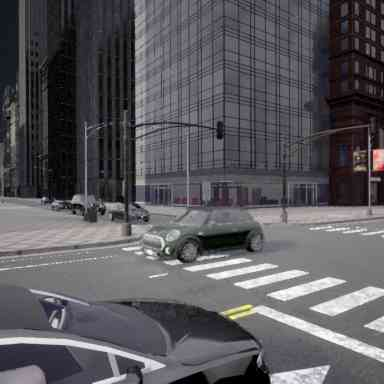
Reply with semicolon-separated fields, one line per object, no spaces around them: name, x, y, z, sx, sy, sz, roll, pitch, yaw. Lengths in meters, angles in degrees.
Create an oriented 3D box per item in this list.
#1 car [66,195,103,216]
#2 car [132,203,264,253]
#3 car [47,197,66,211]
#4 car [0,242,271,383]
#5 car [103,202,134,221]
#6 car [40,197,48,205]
car;-10.740;1.294;34.130;2.150;2.045;5.566;0;0;-36
car;0.463;1.352;12.049;4.553;1.767;2.097;0;0;-36
car;-16.541;1.660;42.328;1.994;1.385;4.181;0;0;-36
car;-1.493;1.491;2.373;4.902;1.511;2.128;0;0;-36
car;-4.991;1.555;26.028;1.837;1.490;4.892;0;0;-35
car;-27.626;1.652;63.473;1.837;1.490;4.892;0;0;-35
